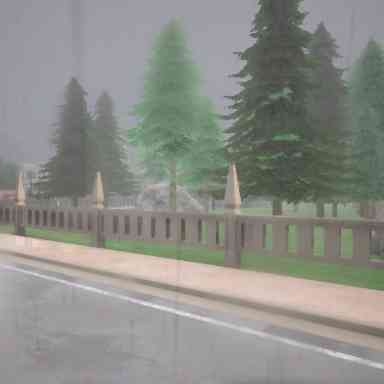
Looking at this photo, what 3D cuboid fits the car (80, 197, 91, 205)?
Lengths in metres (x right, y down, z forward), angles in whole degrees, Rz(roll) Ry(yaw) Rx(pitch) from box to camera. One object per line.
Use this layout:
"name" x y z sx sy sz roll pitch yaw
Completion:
"car" -17.580 1.559 56.812 1.837 1.490 4.892 0 0 35
